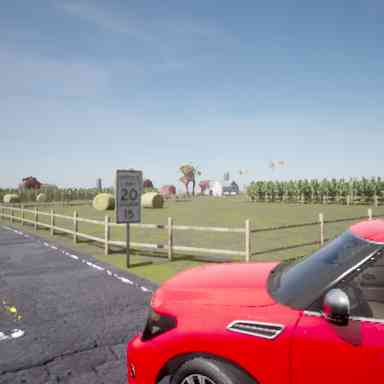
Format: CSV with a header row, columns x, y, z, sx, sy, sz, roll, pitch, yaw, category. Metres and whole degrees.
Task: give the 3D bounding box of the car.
x,y,z,sx,sy,sz,roll,pitch,yaw,category
2.164,1.233,2.959,5.566,2.045,2.150,0,0,23,car
